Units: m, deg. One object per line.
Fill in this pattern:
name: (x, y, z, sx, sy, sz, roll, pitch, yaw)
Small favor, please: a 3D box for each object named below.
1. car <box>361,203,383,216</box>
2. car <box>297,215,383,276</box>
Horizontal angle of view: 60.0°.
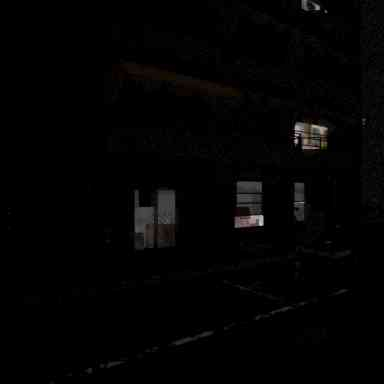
car: (16.435, 1.777, 32.655, 1.882, 1.535, 5.008, 0, -1, -36)
car: (5.055, 1.582, 10.245, 4.206, 1.307, 1.802, 0, 0, -36)
